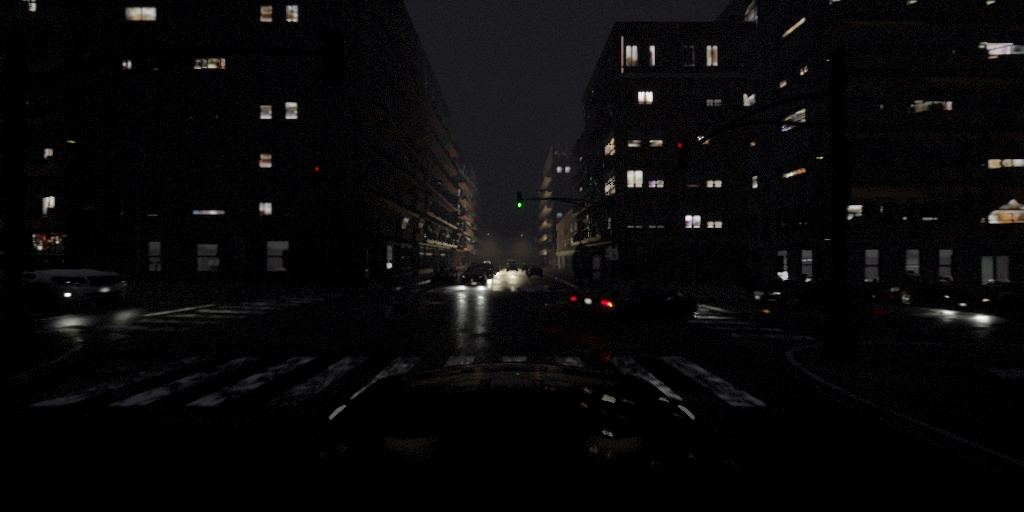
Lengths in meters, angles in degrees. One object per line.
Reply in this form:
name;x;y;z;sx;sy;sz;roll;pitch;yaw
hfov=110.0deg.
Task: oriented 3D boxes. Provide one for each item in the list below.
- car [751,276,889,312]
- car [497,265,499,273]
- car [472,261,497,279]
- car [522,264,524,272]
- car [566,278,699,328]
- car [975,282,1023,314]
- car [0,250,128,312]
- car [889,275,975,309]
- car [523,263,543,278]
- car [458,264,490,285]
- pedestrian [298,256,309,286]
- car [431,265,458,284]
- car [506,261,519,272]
car;13.769;1.684;16.580;4.902;1.511;2.128;1;0;-1
car;-3.076;1.823;48.293;1.837;1.490;4.892;0;-1;0
car;-3.094;1.558;39.066;2.097;1.767;4.553;0;-1;0
car;2.694;1.856;47.701;1.888;1.381;4.507;0;0;0
car;4.206;1.456;12.033;5.357;1.411;2.033;2;-1;-38
car;23.579;1.915;16.701;5.357;1.411;2.033;1;0;-1
car;-17.538;0.834;13.010;5.566;2.045;2.150;1;0;-1
car;21.381;1.785;19.224;4.097;1.591;1.967;0;0;-1
car;2.693;1.793;42.064;2.007;1.370;4.403;0;0;0
car;-3.101;1.622;30.125;1.812;1.442;4.674;0;-1;0
pedestrian;-12.712;0.898;21.803;0.375;1.860;0.375;0;-1;-1
car;-5.688;1.544;30.793;1.967;1.591;4.097;0;0;0
car;0.080;2.001;61.098;1.812;1.442;4.674;0;-1;0
